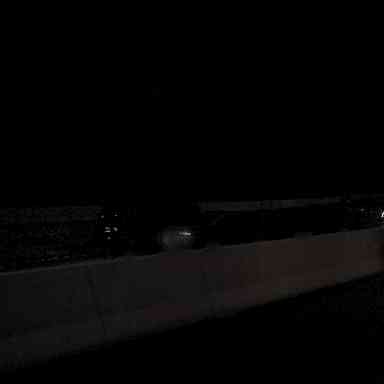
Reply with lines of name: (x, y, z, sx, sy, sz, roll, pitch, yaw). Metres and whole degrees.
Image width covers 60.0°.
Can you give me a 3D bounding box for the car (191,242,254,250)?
car: (0.991, 1.522, 13.715, 4.902, 1.511, 2.128, 0, 0, -39)
